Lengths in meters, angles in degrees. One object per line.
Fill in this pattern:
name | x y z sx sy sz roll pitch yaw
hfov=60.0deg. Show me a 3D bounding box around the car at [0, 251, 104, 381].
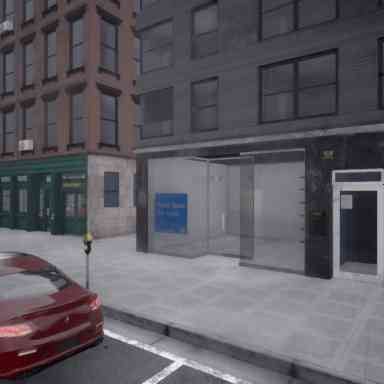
car | -3.089 1.582 5.026 4.206 1.307 1.802 0 0 36
